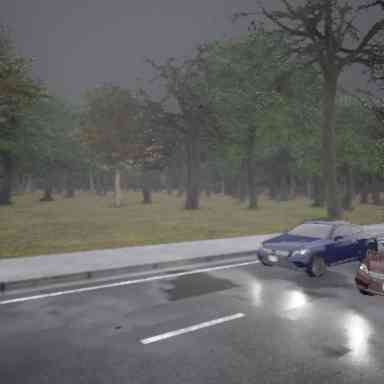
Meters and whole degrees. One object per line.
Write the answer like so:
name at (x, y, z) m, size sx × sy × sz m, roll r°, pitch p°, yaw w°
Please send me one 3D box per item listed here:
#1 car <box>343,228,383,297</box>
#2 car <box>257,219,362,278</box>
car at (5.730, 1.623, 7.753) m, size 4.674 × 1.442 × 1.812 m, roll 1°, pitch 0°, yaw -35°
car at (4.165, 1.627, 10.630) m, size 4.674 × 1.442 × 1.812 m, roll 1°, pitch -1°, yaw -35°
